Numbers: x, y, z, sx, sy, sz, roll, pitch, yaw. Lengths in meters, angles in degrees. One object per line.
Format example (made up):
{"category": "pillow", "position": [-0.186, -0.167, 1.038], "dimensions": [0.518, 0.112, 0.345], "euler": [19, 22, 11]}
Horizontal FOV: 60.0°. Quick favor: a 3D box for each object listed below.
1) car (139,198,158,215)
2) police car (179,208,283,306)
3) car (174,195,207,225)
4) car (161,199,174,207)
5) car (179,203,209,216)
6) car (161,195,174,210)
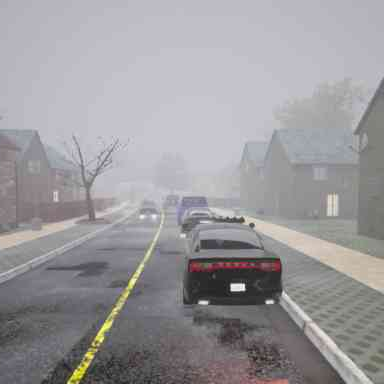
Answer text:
{"category": "car", "position": [-4.646, 1.649, 35.860], "dimensions": [2.033, 1.411, 5.357], "euler": [0, 0, -6]}
{"category": "police car", "position": [0.721, 1.426, 8.255], "dimensions": [1.930, 1.638, 5.238], "euler": [0, 0, -1]}
{"category": "car", "position": [0.003, 1.263, 24.264], "dimensions": [2.150, 2.045, 5.566], "euler": [0, 0, -4]}
{"category": "car", "position": [-4.200, 1.815, 56.057], "dimensions": [1.895, 1.301, 4.718], "euler": [0, 0, -9]}
{"category": "car", "position": [0.354, 1.546, 18.204], "dimensions": [1.812, 1.442, 4.674], "euler": [0, 0, -3]}
{"category": "car", "position": [-2.678, 1.357, 44.525], "dimensions": [2.150, 2.045, 5.566], "euler": [0, 0, -7]}
